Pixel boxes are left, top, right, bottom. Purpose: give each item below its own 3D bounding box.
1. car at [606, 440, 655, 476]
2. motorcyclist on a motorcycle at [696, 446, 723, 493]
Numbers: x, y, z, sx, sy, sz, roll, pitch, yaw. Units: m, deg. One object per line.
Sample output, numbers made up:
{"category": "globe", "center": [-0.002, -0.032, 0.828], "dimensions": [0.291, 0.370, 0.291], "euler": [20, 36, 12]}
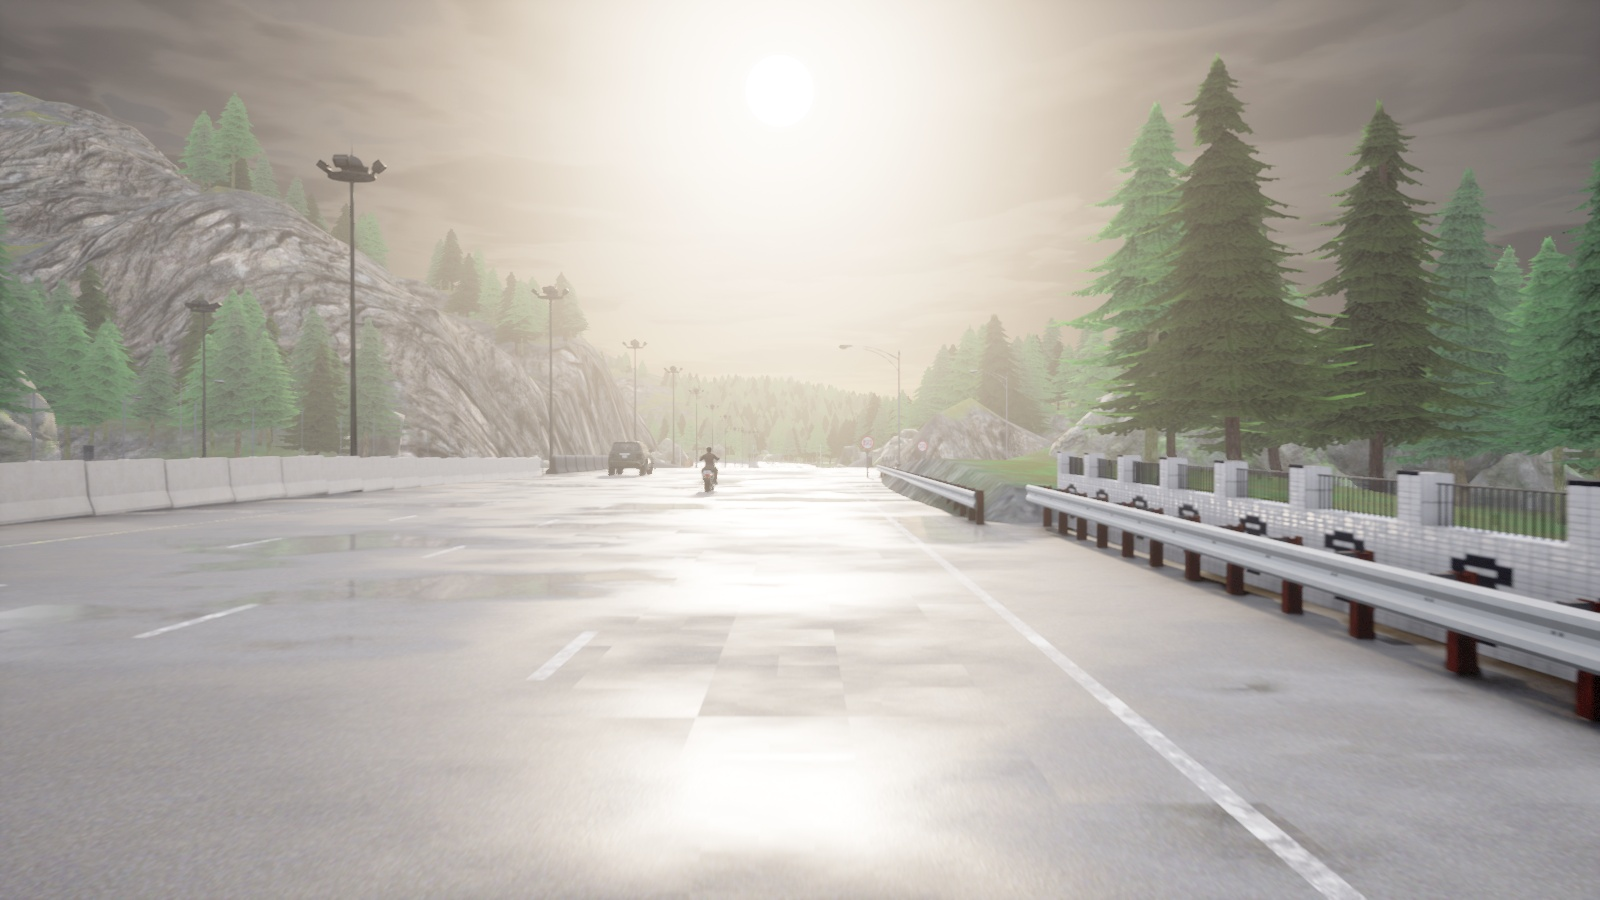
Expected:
{"category": "car", "center": [-10.135, 0.475, 75.450], "dimensions": [2.150, 2.045, 5.566], "euler": [0, 0, 0]}
{"category": "motorcyclist on a motorcycle", "center": [-3.230, 0.684, 45.021], "dimensions": [0.766, 1.649, 2.350], "euler": [0, 0, 0]}
